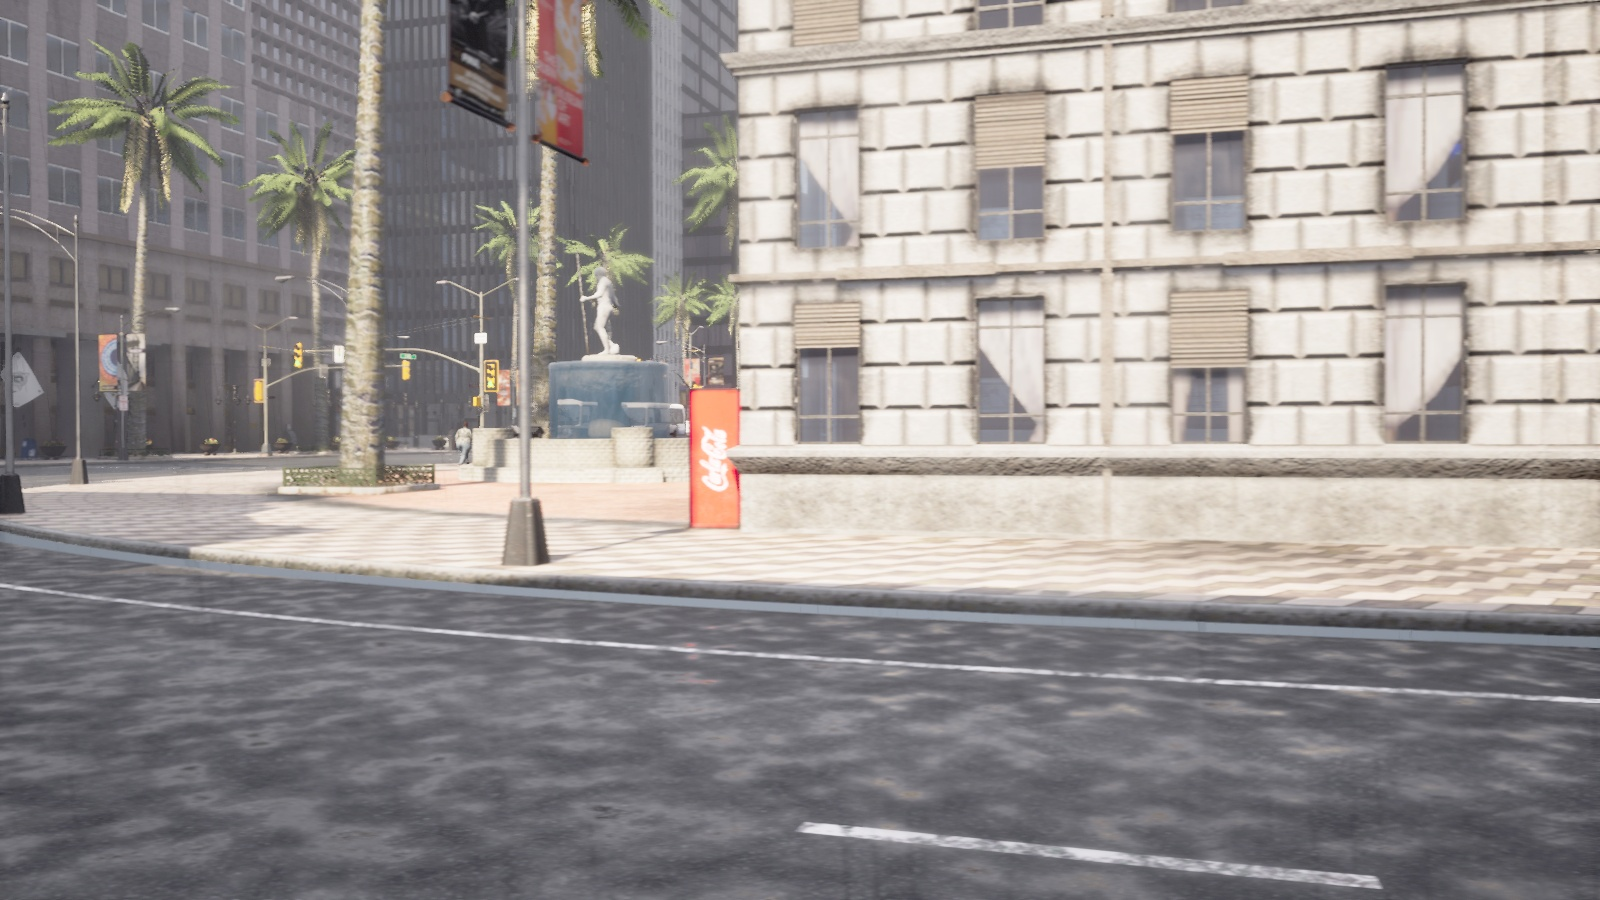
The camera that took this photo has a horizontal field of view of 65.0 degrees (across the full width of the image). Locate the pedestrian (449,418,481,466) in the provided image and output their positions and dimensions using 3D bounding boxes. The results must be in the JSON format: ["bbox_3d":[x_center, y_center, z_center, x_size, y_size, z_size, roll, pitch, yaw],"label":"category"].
[{"bbox_3d":[-12.865,-0.313,48.239,0.874,1.855,0.900,0,1,16],"label":"pedestrian"}]
